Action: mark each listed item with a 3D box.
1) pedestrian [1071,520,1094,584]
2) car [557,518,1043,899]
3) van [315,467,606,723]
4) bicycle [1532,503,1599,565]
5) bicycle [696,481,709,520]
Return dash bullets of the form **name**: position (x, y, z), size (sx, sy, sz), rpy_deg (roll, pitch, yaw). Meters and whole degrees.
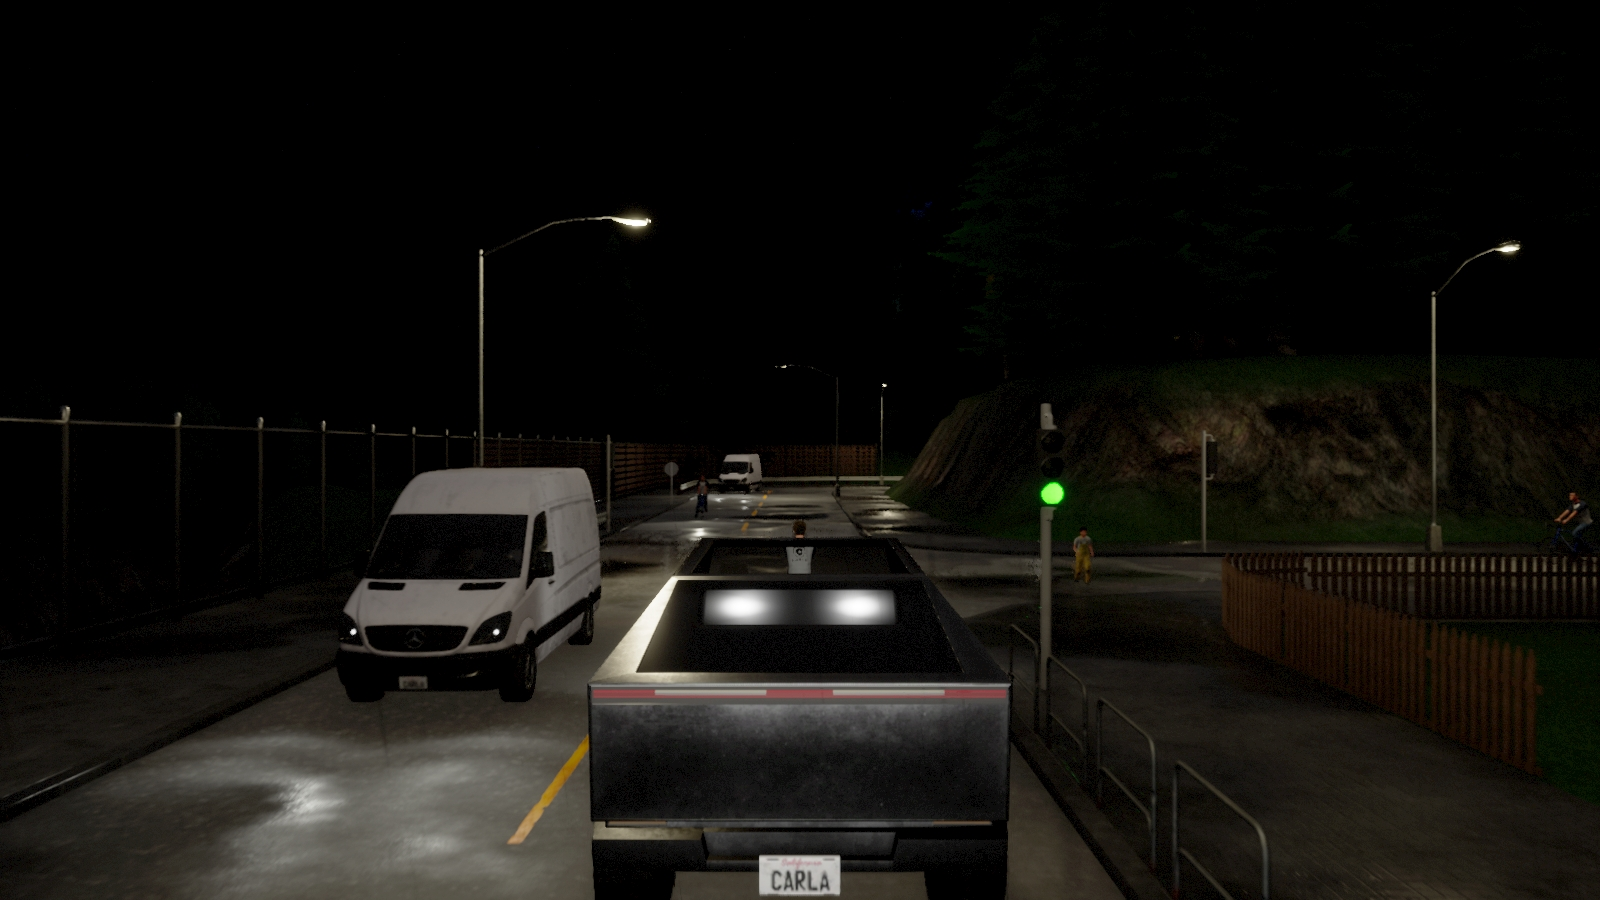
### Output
- **pedestrian**: position (5.898, 2.130, 23.864), size (0.375, 1.300, 0.375), rpy_deg (0, 0, -3)
- **car**: position (-0.002, 1.754, 8.752), size (2.390, 2.098, 6.274), rpy_deg (0, 0, 0)
- **van**: position (-4.000, 1.536, 14.729), size (1.988, 2.561, 5.915), rpy_deg (0, 0, 0)
- **bicycle**: position (18.913, 2.058, 28.049), size (1.643, 1.496, 0.373), rpy_deg (0, 0, 0)
- **bicycle**: position (-4.008, 2.059, 46.891), size (0.373, 1.496, 1.643), rpy_deg (0, 0, 0)
